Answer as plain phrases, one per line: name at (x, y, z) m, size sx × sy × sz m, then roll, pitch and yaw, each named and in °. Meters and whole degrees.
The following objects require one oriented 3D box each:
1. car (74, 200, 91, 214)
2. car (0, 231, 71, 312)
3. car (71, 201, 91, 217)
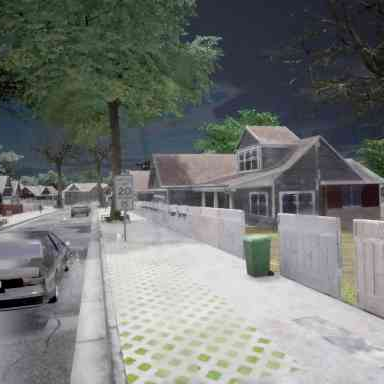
car at (-15.543, 2.076, 47.497) m, size 2.097 × 1.767 × 4.553 m, roll -2°, pitch -1°, yaw -16°
car at (-4.103, 1.671, 8.101) m, size 2.033 × 1.411 × 5.357 m, roll -2°, pitch 0°, yaw -16°
car at (-12.730, 2.026, 38.001) m, size 2.128 × 1.511 × 4.902 m, roll -2°, pitch -1°, yaw -16°
